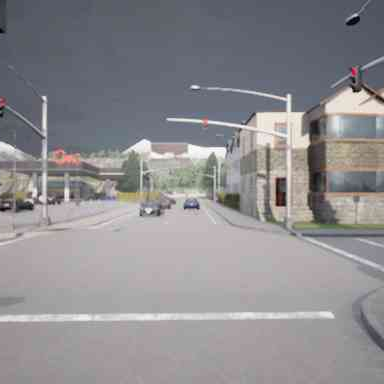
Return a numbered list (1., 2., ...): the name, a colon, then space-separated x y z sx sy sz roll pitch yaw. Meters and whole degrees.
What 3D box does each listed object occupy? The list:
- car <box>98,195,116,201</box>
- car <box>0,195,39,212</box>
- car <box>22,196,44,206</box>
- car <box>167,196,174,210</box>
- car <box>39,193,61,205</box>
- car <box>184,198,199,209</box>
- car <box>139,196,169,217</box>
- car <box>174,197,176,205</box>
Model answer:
1. car: -22.504 1.522 88.255 4.611 1.667 2.242 0 0 -1
2. car: -19.059 1.428 36.397 2.007 1.523 4.514 0 0 -1
3. car: -26.158 1.460 54.841 1.970 1.475 3.806 0 0 -1
4. car: -3.740 1.280 41.990 2.097 1.767 4.553 0 0 0
5. car: -22.830 1.177 54.251 1.905 1.878 3.866 0 0 -1
6. car: -0.063 1.490 43.286 1.994 1.385 4.181 0 0 0
7. car: -3.688 1.438 31.058 2.128 1.511 4.902 0 0 1
8. car: -3.718 1.557 57.976 1.895 1.301 4.718 0 0 0
